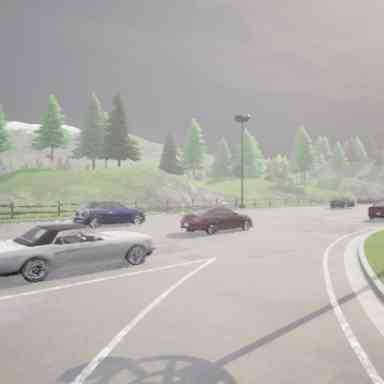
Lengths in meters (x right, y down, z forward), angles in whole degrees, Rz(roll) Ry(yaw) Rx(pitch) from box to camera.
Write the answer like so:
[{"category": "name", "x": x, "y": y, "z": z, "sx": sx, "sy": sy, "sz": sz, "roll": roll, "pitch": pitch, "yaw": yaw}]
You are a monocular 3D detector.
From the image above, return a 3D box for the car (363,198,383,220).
[{"category": "car", "x": 16.062, "y": 1.480, "z": 27.007, "sx": 5.008, "sy": 1.535, "sz": 1.882, "roll": 0, "pitch": 0, "yaw": -42}]

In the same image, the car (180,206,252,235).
[{"category": "car", "x": 1.414, "y": 1.527, "z": 18.721, "sx": 4.674, "sy": 1.442, "sz": 1.812, "roll": 0, "pitch": 0, "yaw": -42}]

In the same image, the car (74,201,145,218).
[{"category": "car", "x": -5.360, "y": 1.354, "z": 22.068, "sx": 4.553, "sy": 1.767, "sz": 2.097, "roll": 0, "pitch": 0, "yaw": -42}]

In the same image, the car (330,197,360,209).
[{"category": "car", "x": 20.439, "y": 1.508, "z": 44.950, "sx": 4.892, "sy": 1.490, "sz": 1.837, "roll": 0, "pitch": 0, "yaw": -42}]

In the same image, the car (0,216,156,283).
[{"category": "car", "x": -3.416, "y": 1.601, "z": 9.759, "sx": 4.718, "sy": 1.301, "sz": 1.895, "roll": 0, "pitch": 0, "yaw": -42}]

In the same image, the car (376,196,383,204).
[{"category": "car", "x": 38.048, "y": 1.558, "z": 65.376, "sx": 4.181, "sy": 1.385, "sz": 1.994, "roll": 0, "pitch": 0, "yaw": -42}]

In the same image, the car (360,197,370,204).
[{"category": "car", "x": 30.668, "y": 1.530, "z": 58.828, "sx": 4.674, "sy": 1.442, "sz": 1.812, "roll": 0, "pitch": 0, "yaw": -42}]

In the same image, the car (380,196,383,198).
[{"category": "car", "x": 22.724, "y": 1.507, "z": 37.619, "sx": 4.892, "sy": 1.490, "sz": 1.837, "roll": 0, "pitch": 0, "yaw": -42}]
